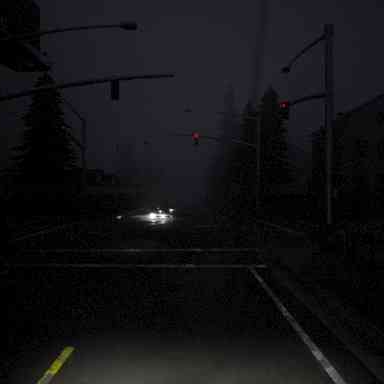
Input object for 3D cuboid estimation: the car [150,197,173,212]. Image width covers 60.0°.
[{"bbox_3d":[-3.635,1.491,38.081,2.128,1.511,4.902,0,0,0],"label":"car"}]
